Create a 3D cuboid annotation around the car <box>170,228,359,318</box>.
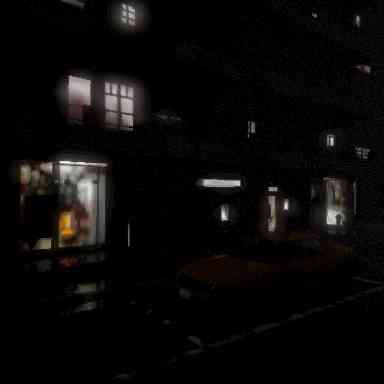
[{"bbox_3d":[1.829,1.524,7.398,4.829,1.417,1.752,0,1,-35],"label":"car"}]
